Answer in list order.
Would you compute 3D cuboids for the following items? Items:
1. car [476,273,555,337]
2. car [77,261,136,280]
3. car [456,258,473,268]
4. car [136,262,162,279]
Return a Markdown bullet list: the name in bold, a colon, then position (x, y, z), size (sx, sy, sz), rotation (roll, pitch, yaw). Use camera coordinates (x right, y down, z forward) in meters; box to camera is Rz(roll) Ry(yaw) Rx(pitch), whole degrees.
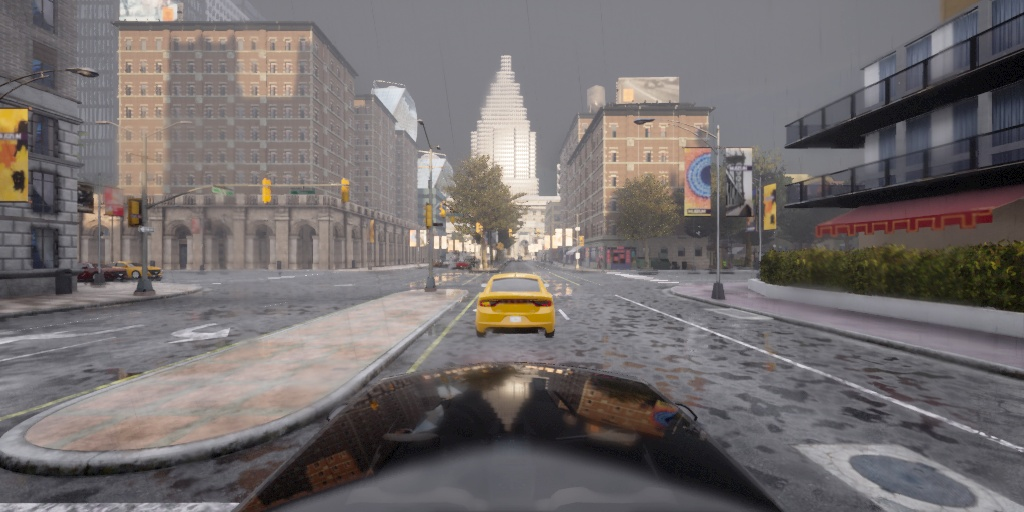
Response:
- **car**: position (0.094, 1.228, 10.310), size (1.882, 1.535, 5.008), rotation (0, 0, 0)
- **car**: position (-33.939, 1.228, 28.817), size (5.008, 1.535, 1.882), rotation (0, 0, 0)
- **car**: position (-7.987, 1.351, 59.051), size (1.895, 1.301, 4.718), rotation (0, 0, 0)
- **car**: position (-34.574, 1.228, 32.315), size (5.008, 1.535, 1.882), rotation (0, 0, 0)
